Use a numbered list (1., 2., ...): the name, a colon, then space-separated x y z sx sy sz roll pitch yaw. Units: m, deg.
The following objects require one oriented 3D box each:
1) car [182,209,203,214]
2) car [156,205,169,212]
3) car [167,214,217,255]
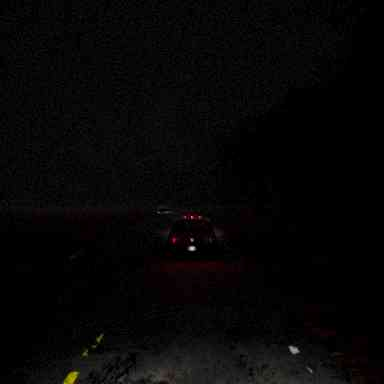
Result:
1. car: 0.020 2.167 29.529 1.895 1.301 4.718 0 -1 0
2. car: -5.971 3.222 65.746 1.812 1.442 4.674 2 -3 -16
3. car: 0.019 1.836 14.482 1.895 1.301 4.718 0 -1 0
